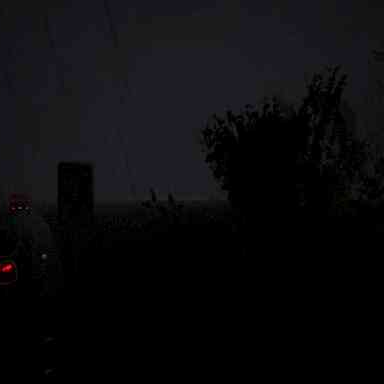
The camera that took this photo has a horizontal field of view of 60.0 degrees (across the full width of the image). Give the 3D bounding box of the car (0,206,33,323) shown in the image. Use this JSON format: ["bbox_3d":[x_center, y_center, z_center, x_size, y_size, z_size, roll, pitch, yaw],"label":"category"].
[{"bbox_3d":[-4.514,1.357,6.887,2.097,1.767,4.553,0,0,-24],"label":"car"}]

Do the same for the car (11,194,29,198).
[{"bbox_3d":[-22.406,1.281,43.076,2.150,2.045,5.566,0,0,-29],"label":"car"}]

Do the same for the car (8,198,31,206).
[{"bbox_3d":[-17.492,1.586,33.899,2.033,1.411,5.357,0,0,-27],"label":"car"}]
